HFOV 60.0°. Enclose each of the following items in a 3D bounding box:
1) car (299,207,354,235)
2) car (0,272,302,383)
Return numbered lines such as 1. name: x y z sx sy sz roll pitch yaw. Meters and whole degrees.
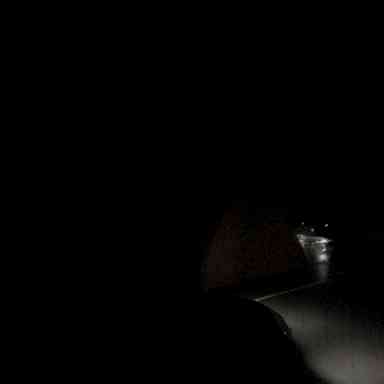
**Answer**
1. car: 8.251 1.524 18.351 5.357 1.411 2.033 0 0 -35
2. car: -1.002 1.522 3.032 4.674 1.442 1.812 0 0 -35
